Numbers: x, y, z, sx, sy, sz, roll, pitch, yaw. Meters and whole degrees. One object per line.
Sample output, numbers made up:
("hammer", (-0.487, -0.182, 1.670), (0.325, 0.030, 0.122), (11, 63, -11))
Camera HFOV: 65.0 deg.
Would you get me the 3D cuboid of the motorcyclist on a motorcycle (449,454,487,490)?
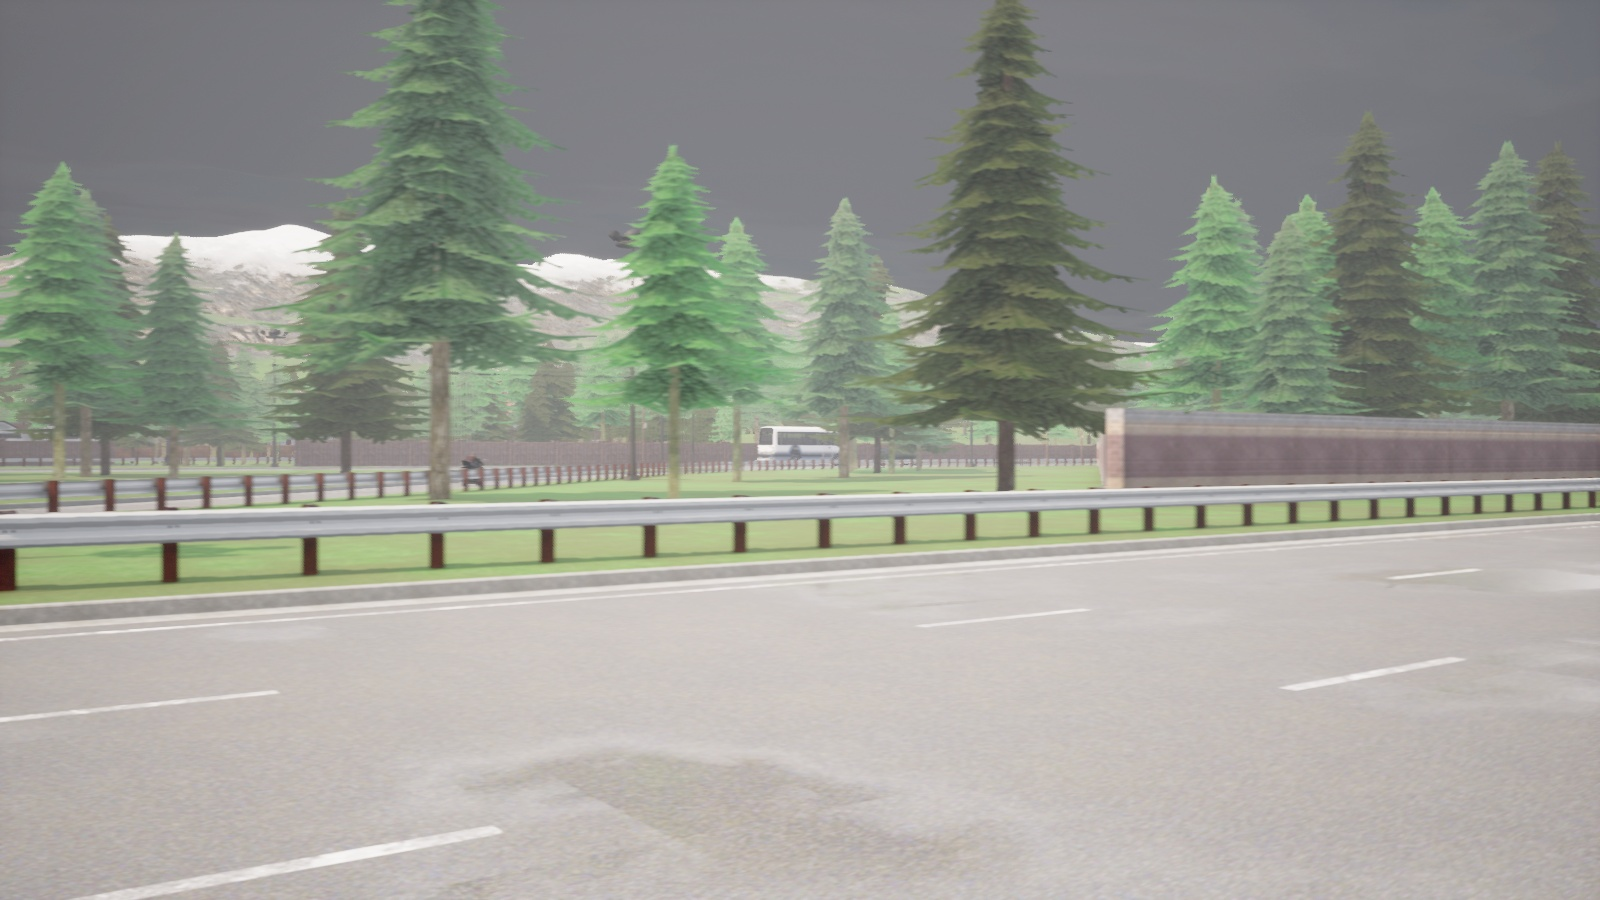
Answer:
("motorcyclist on a motorcycle", (-14.449, 0.927, 54.675), (0.866, 1.530, 2.191), (0, 0, 5))
